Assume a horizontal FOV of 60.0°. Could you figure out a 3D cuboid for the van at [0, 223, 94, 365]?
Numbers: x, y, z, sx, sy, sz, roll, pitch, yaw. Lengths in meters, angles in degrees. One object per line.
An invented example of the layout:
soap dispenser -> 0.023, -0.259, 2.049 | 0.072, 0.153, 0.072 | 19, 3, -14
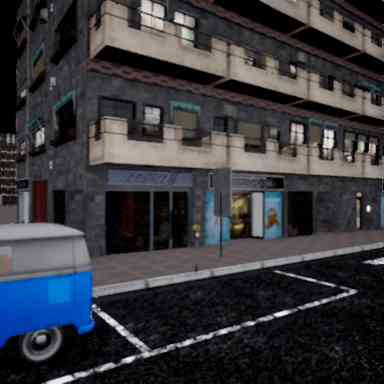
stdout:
van -> -3.298, 1.337, 4.219 | 3.998, 1.788, 1.690 | 1, -1, -35
